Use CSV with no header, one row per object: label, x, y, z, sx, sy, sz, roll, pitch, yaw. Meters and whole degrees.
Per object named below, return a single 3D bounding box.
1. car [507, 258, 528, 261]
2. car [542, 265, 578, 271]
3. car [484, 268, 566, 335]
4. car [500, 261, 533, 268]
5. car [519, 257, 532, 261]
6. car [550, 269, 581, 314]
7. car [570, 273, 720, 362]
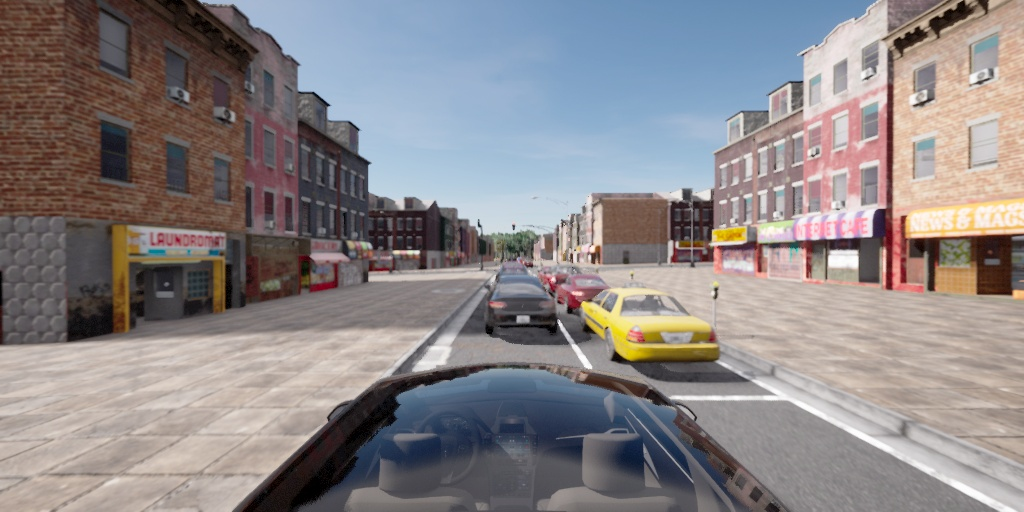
car,0.062,1.195,29.228,1.882,1.535,5.008,0,0,0
car,2.635,1.162,18.799,1.967,1.591,4.097,0,0,0
car,0.168,1.259,10.402,1.812,1.442,4.674,0,0,-2
car,0.085,1.214,19.629,2.128,1.511,4.902,0,0,0
car,2.629,1.201,61.607,1.967,1.591,4.097,0,0,0
car,2.636,1.311,13.333,1.802,1.307,4.207,0,0,0
car,2.636,1.263,8.036,1.751,1.417,4.829,0,0,0
